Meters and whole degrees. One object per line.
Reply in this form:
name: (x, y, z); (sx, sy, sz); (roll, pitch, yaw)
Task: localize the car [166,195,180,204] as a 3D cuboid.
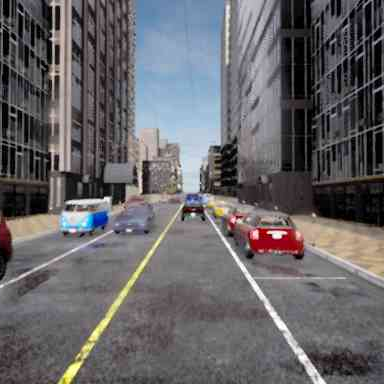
car: (-3.059, 1.481, 60.241); (1.994, 1.385, 4.181); (0, 0, 1)

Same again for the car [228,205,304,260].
car: (2.702, 1.421, 12.484); (1.967, 1.590, 4.097); (1, 0, 0)

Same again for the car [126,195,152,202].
car: (-5.650, 1.264, 34.676); (2.192, 1.841, 5.009); (1, 0, 0)

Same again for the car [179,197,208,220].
car: (0.091, 1.464, 27.620); (1.837, 1.490, 4.892); (0, 0, 0)

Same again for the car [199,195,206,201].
car: (2.676, 1.466, 84.989); (1.802, 1.307, 4.206); (1, 0, 0)

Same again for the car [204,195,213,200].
car: (2.690, 1.460, 46.118); (1.752, 1.417, 4.829); (1, 0, 0)

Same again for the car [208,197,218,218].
car: (2.695, 1.482, 29.386); (1.752, 1.417, 4.829); (1, 0, 0)

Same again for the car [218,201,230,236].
car: (2.700, 1.413, 18.061); (1.967, 1.590, 4.097); (1, 0, 0)

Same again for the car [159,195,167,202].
car: (-5.663, 1.345, 68.128); (1.967, 1.590, 4.097); (1, 0, 0)

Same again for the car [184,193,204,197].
car: (0.087, 1.158, 45.342); (2.150, 2.045, 5.566); (0, 0, 0)

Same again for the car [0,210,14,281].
car: (-5.674, 1.305, 6.800); (2.192, 1.841, 5.009); (1, 0, 0)

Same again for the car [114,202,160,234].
car: (-3.106, 1.518, 19.098); (2.033, 1.411, 5.357); (0, 0, 0)

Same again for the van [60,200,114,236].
van: (-5.687, 1.314, 17.951); (1.690, 1.788, 3.998); (1, 0, 0)

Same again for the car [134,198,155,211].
car: (-5.656, 1.508, 40.251); (1.947, 1.339, 4.313); (1, 0, 0)
